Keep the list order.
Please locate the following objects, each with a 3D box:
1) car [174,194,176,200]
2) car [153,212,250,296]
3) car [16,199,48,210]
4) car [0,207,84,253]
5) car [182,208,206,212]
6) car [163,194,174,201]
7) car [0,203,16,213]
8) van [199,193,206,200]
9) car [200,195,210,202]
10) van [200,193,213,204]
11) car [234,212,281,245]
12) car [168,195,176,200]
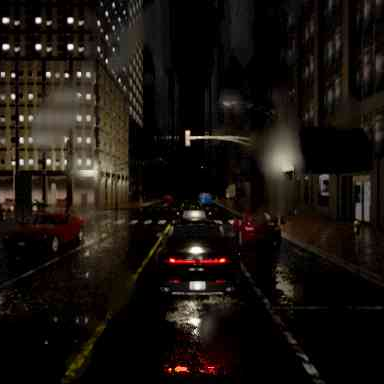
[{"bbox_3d":[-5.646,1.422,81.354,1.947,1.339,4.313,0,0,0],"label":"car"},{"bbox_3d":[0.104,1.491,8.613,1.837,1.490,4.892,0,0,0],"label":"car"},{"bbox_3d":[-18.500,1.443,37.325,4.403,1.369,2.008,0,0,1],"label":"car"},{"bbox_3d":[-5.816,1.523,13.597,1.887,1.381,4.507,0,0,0],"label":"car"},{"bbox_3d":[0.111,1.536,17.490,1.994,1.385,4.181,0,0,0],"label":"car"},{"bbox_3d":[-5.649,1.413,75.657,1.887,1.381,4.507,0,0,0],"label":"car"},{"bbox_3d":[-18.591,1.265,28.943,5.009,1.841,2.192,0,0,1],"label":"car"},{"bbox_3d":[2.737,1.185,87.044,1.690,1.788,3.998,0,0,0],"label":"van"},{"bbox_3d":[2.727,1.431,69.954,2.008,1.369,4.403,0,0,0],"label":"car"},{"bbox_3d":[2.720,1.243,58.561,1.690,1.788,3.998,0,0,0],"label":"van"},{"bbox_3d":[2.824,1.558,14.968,1.802,1.307,4.206,0,0,0],"label":"car"},{"bbox_3d":[-5.639,1.398,92.747,1.947,1.339,4.313,0,0,0],"label":"car"}]
